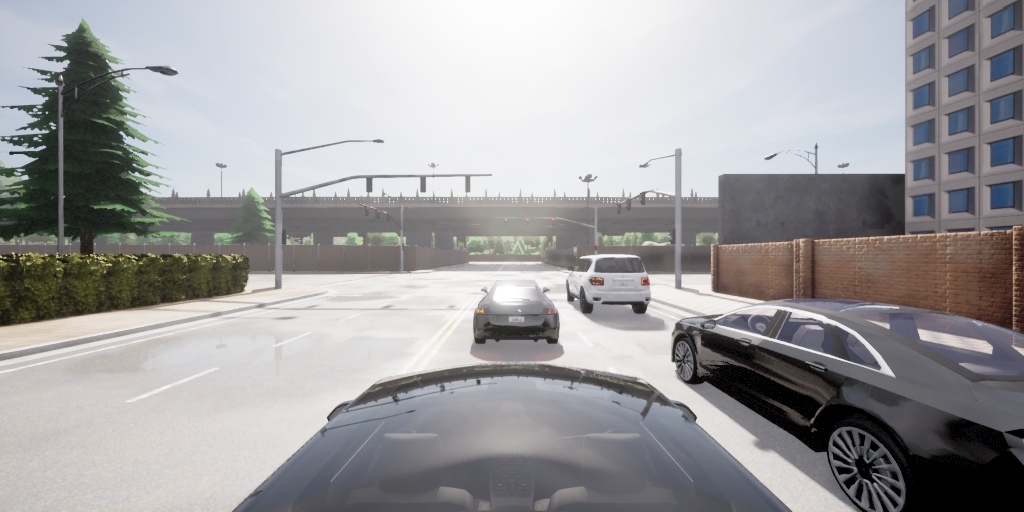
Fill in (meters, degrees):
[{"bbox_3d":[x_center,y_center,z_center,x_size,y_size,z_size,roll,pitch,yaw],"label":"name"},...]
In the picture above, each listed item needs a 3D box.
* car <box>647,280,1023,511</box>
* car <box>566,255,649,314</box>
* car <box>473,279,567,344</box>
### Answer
[{"bbox_3d":[3.596,1.242,4.150,2.128,1.511,4.902,0,0,0],"label":"car"},{"bbox_3d":[3.493,0.971,13.955,2.150,2.045,5.566,0,0,0],"label":"car"},{"bbox_3d":[0.096,1.314,9.611,1.994,1.385,4.181,0,0,0],"label":"car"}]
